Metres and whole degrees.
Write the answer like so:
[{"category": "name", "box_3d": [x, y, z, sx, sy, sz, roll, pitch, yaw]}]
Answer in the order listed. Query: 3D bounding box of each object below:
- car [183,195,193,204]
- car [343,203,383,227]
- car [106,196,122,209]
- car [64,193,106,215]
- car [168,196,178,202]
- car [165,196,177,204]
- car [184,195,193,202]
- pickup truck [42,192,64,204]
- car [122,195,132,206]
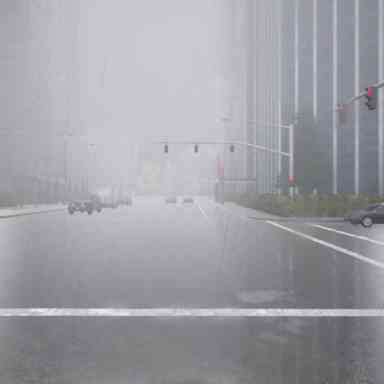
[{"category": "car", "box_3d": [-0.743, 1.526, 65.316, 1.812, 1.442, 4.674, 0, 0, 0]}, {"category": "car", "box_3d": [12.634, 1.505, 22.053, 4.892, 1.490, 1.837, 0, 0, 0]}, {"category": "car", "box_3d": [-11.169, 1.564, 44.393, 1.994, 1.385, 4.181, 0, 0, -1]}, {"category": "car", "box_3d": [-11.085, 1.221, 34.864, 2.150, 2.045, 5.566, 0, 0, -1]}, {"category": "car", "box_3d": [-4.324, 1.540, 75.238, 2.033, 1.411, 5.357, 0, 0, 0]}, {"category": "car", "box_3d": [-4.140, 1.601, 64.977, 1.895, 1.301, 4.718, 0, 0, 0]}, {"category": "car", "box_3d": [-0.828, 1.387, 75.567, 1.882, 1.535, 5.008, 0, 0, 0]}, {"category": "pickup truck", "box_3d": [-24.321, 1.059, 60.016, 2.390, 2.098, 6.274, 0, 0, 30]}, {"category": "car", "box_3d": [-11.242, 1.353, 54.600, 2.097, 1.767, 4.553, 0, 0, -1]}]
